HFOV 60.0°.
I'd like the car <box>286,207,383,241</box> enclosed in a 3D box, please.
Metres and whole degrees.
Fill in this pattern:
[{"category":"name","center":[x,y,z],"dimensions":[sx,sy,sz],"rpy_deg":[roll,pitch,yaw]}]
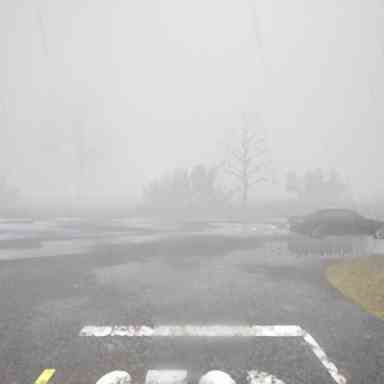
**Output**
[{"category":"car","center":[6.747,1.411,15.415],"dimensions":[4.674,1.442,1.812],"rpy_deg":[0,1,-2]}]
